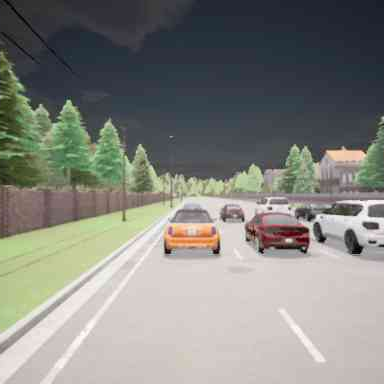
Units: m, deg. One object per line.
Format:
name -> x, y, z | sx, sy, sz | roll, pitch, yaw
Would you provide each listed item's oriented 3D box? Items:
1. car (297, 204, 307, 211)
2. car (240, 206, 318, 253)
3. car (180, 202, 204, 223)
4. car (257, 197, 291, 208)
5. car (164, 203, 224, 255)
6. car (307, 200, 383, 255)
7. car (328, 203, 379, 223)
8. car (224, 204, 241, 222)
car -> 10.510, 1.763, 29.286 | 2.128, 1.511, 4.902 | 0, 0, 0
car -> 3.509, 1.612, 14.468 | 1.882, 1.535, 5.008 | 0, 0, 0
car -> 0.013, 1.749, 29.463 | 1.882, 1.535, 5.008 | 0, 0, 0
car -> 7.007, 1.484, 29.002 | 2.150, 2.045, 5.566 | 0, 0, 0
car -> 0.006, 1.480, 14.071 | 2.097, 1.767, 4.553 | 0, -1, 0
car -> 7.004, 1.346, 14.009 | 2.150, 2.045, 5.566 | 0, 0, 0
car -> 14.010, 1.763, 29.287 | 2.128, 1.511, 4.902 | 0, 0, 0
car -> 3.512, 1.796, 29.357 | 1.812, 1.442, 4.674 | 0, 0, 0
